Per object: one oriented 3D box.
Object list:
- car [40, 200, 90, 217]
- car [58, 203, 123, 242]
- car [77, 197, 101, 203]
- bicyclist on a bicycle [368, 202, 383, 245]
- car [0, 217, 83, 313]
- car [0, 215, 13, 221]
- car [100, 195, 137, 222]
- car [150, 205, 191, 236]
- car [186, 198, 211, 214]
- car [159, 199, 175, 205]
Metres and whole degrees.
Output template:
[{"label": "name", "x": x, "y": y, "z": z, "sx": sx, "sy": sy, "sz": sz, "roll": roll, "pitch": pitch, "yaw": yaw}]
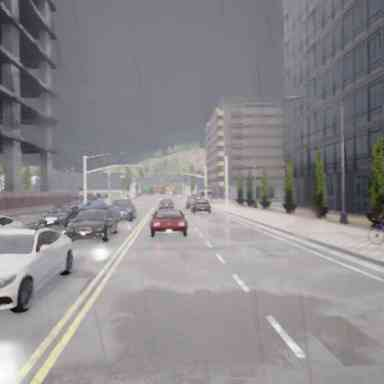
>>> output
[{"label": "car", "x": -8.864, "y": 1.588, "z": 22.908, "sx": 2.128, "sy": 1.511, "sz": 4.902, "roll": -1, "pitch": 0, "yaw": -4}, {"label": "car", "x": -4.862, "y": 1.554, "z": 16.701, "sx": 1.837, "sy": 1.490, "sz": 4.892, "roll": -1, "pitch": 0, "yaw": -5}, {"label": "car", "x": -9.661, "y": 1.576, "z": 33.290, "sx": 1.882, "sy": 1.535, "sz": 5.008, "roll": -1, "pitch": 0, "yaw": -4}, {"label": "bicyclist on a bicycle", "x": 7.478, "y": 1.196, "z": 12.643, "sx": 1.656, "sy": 1.620, "sz": 0.582, "roll": -1, "pitch": 0, "yaw": -5}, {"label": "car", "x": -4.149, "y": 1.573, "z": 7.808, "sx": 1.812, "sy": 1.442, "sz": 4.674, "roll": -1, "pitch": 0, "yaw": -4}, {"label": "car", "x": -8.060, "y": 1.619, "z": 12.771, "sx": 1.812, "sy": 1.442, "sz": 4.674, "roll": -1, "pitch": 0, "yaw": -5}, {"label": "car", "x": -5.656, "y": 1.404, "z": 26.748, "sx": 2.097, "sy": 1.767, "sz": 4.553, "roll": -1, "pitch": 0, "yaw": -4}, {"label": "car", "x": -1.292, "y": 1.603, "z": 18.414, "sx": 1.895, "sy": 1.301, "sz": 4.718, "roll": -1, "pitch": 0, "yaw": -4}, {"label": "car", "x": 0.882, "y": 1.454, "z": 35.199, "sx": 2.128, "sy": 1.511, "sz": 4.902, "roll": -1, "pitch": 0, "yaw": -5}, {"label": "car", "x": -3.068, "y": 1.557, "z": 40.371, "sx": 2.033, "sy": 1.411, "sz": 5.357, "roll": -1, "pitch": 0, "yaw": -4}]
